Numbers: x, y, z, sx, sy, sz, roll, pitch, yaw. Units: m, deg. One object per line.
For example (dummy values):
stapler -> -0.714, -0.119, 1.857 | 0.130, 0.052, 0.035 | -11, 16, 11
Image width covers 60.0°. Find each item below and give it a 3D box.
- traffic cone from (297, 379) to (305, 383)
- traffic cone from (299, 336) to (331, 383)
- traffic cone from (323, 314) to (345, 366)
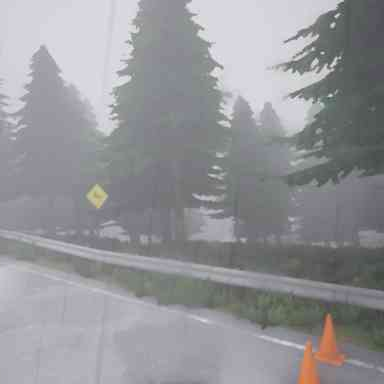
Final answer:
traffic cone -> 0.732, 1.956, 2.867 | 0.340, 0.580, 0.340 | 0, 0, 35
traffic cone -> 1.296, 1.956, 3.689 | 0.340, 0.580, 0.340 | 0, 0, 35
traffic cone -> 1.859, 1.957, 4.512 | 0.340, 0.580, 0.340 | 0, 0, 35
